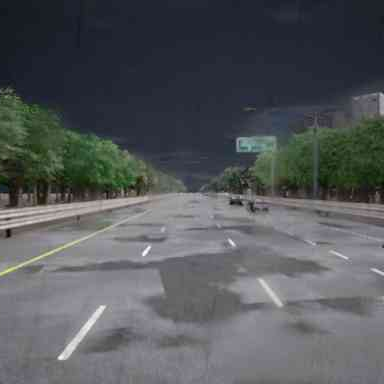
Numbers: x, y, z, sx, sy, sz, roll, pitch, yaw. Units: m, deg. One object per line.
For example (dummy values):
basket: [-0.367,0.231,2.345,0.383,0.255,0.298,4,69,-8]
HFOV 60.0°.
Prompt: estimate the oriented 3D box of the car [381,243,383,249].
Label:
car: [7.007,1.603,8.527,1.895,1.301,4.718,0,0,0]

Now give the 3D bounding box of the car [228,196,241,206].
car: [7.174,1.464,55.825,1.882,1.535,5.008,0,0,0]

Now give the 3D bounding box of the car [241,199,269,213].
car: [7.082,1.482,36.405,2.128,1.511,4.902,0,0,0]
